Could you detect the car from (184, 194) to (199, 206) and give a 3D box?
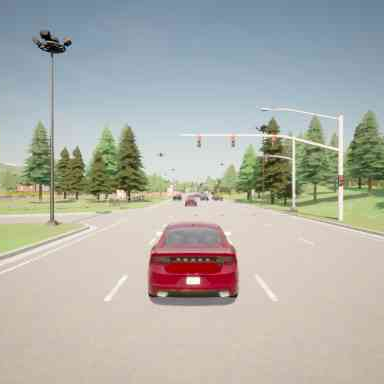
[{"bbox_3d":[-0.170,1.525,53.188,1.812,1.442,4.674,0,0,0],"label":"car"}]

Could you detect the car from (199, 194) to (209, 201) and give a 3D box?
[{"bbox_3d":[3.230,1.516,84.229,1.812,1.442,4.674,0,0,0],"label":"car"}]

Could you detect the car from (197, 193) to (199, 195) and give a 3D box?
[{"bbox_3d":[3.198,1.357,94.232,2.128,1.511,4.902,0,0,0],"label":"car"}]

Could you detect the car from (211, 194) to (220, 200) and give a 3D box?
[{"bbox_3d":[6.698,1.372,94.244,2.033,1.411,5.357,0,0,0],"label":"car"}]

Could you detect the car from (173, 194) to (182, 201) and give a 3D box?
[{"bbox_3d":[-3.768,1.469,83.790,1.882,1.535,5.008,0,0,0],"label":"car"}]

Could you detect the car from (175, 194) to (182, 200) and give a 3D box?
[{"bbox_3d":[-3.802,1.310,94.210,1.882,1.535,5.008,0,0,0],"label":"car"}]

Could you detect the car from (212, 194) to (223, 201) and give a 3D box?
[{"bbox_3d":[6.732,1.516,83.824,2.128,1.511,4.902,0,0,0],"label":"car"}]

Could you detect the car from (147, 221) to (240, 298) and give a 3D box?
[{"bbox_3d":[0.036,1.478,8.586,1.882,1.535,5.008,0,0,0],"label":"car"}]
